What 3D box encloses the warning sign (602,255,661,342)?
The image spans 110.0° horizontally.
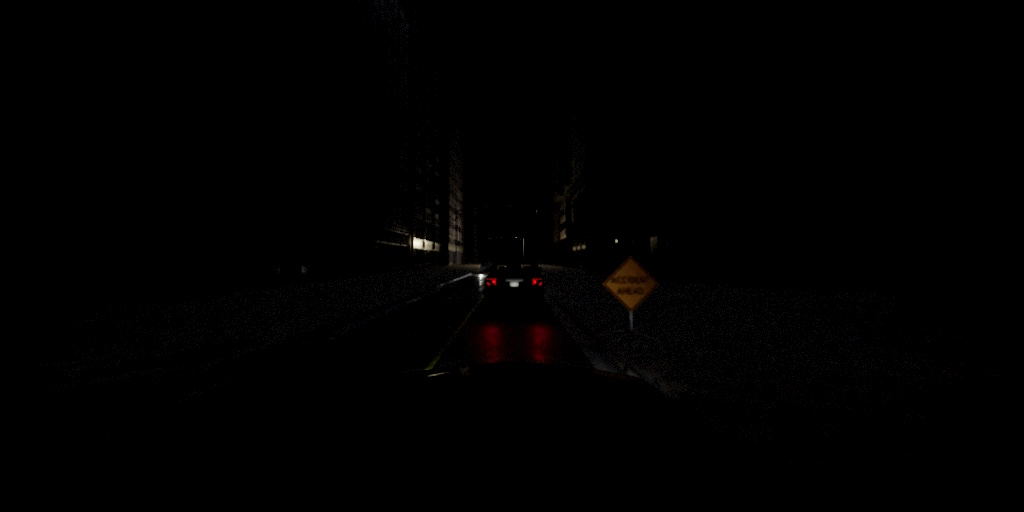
[{"bbox_3d":[2.719,0.909,8.197,1.300,1.860,1.060,0,0,0],"label":"warning sign"}]

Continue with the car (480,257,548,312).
[{"bbox_3d":[0.092,1.061,14.799,2.150,2.045,5.566,0,0,0],"label":"car"}]
